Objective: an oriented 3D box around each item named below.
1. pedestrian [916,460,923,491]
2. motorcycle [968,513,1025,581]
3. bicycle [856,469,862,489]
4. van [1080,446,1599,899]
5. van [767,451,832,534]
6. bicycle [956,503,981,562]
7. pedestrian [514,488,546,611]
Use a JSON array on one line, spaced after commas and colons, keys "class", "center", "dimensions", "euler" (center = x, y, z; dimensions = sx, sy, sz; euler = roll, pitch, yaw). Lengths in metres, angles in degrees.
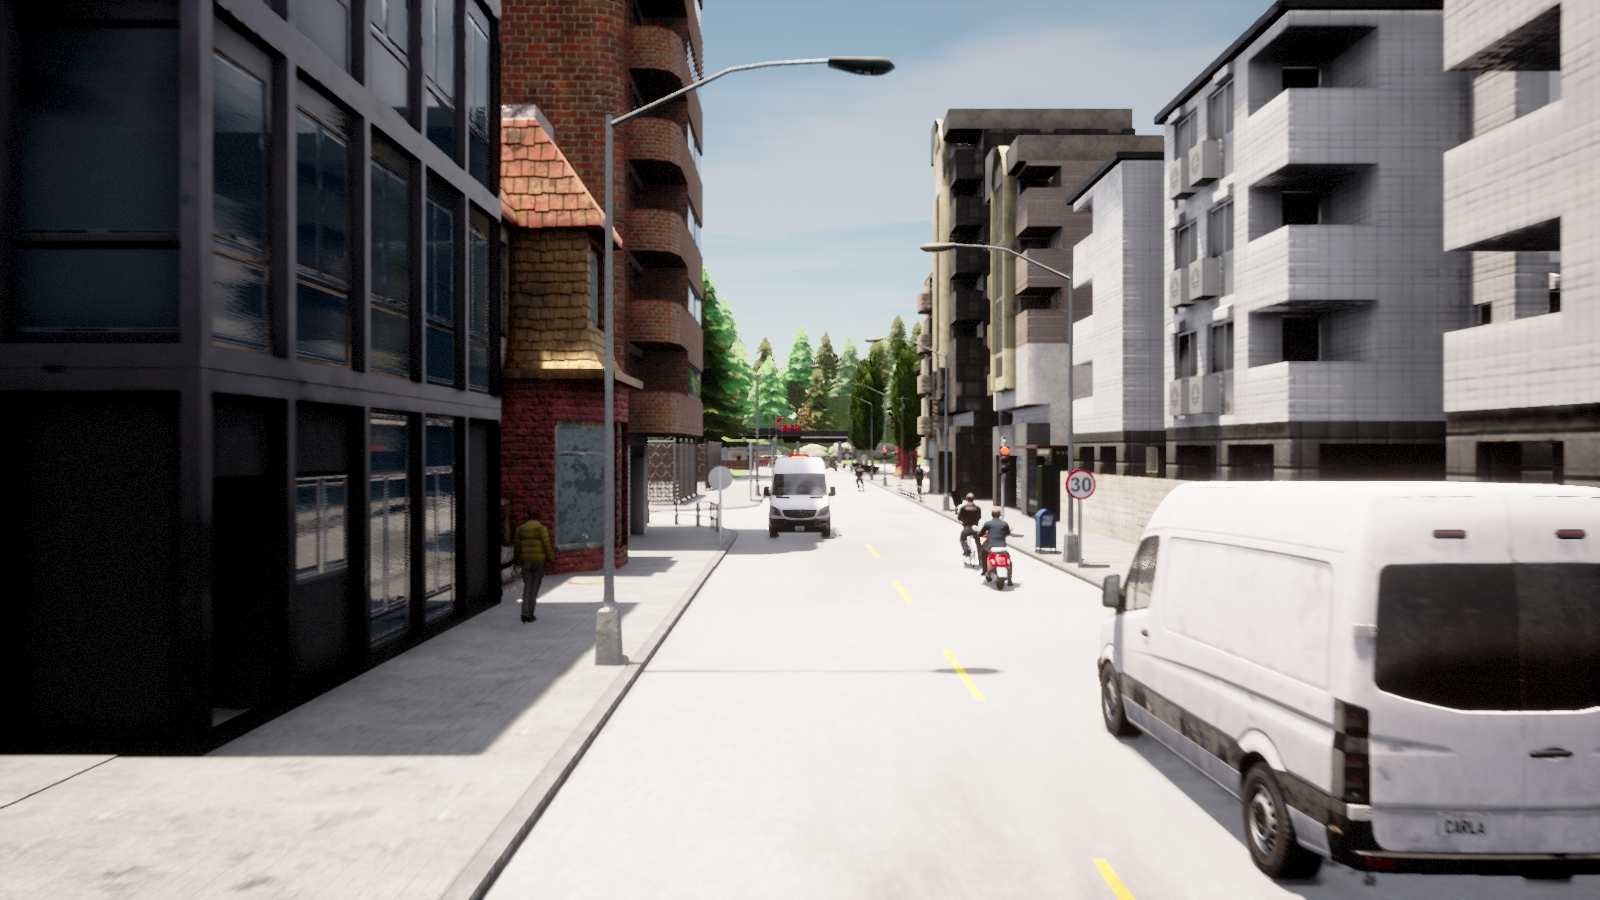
[{"class": "pedestrian", "center": [7.237, 1.523, 69.223], "dimensions": [0.375, 1.860, 0.375], "euler": [0, 0, 1]}, {"class": "motorcycle", "center": [4.008, 1.962, 23.429], "dimensions": [0.856, 1.236, 1.805], "euler": [0, 0, 0]}, {"class": "bicycle", "center": [3.959, 1.940, 77.018], "dimensions": [0.329, 1.271, 1.835], "euler": [0, 0, 0]}, {"class": "van", "center": [4.010, 1.309, 9.278], "dimensions": [1.988, 2.561, 5.915], "euler": [0, -1, 0]}, {"class": "van", "center": [-0.020, 1.314, 38.109], "dimensions": [1.988, 2.561, 5.915], "euler": [0, 0, 0]}, {"class": "bicycle", "center": [4.015, 1.940, 27.303], "dimensions": [0.329, 1.271, 1.835], "euler": [0, 0, 0]}, {"class": "pedestrian", "center": [-4.172, 1.523, 17.660], "dimensions": [0.375, 1.860, 0.375], "euler": [0, 0, 7]}]
